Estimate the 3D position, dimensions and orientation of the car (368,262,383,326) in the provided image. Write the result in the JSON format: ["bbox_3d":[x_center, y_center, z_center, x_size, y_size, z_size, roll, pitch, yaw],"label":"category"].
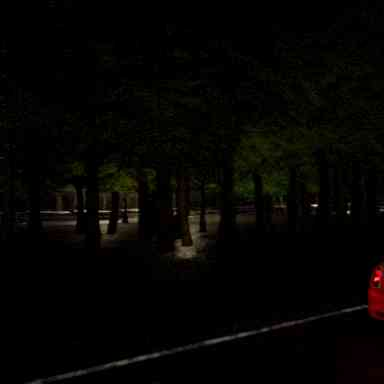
[{"bbox_3d":[5.343,1.497,5.927,4.553,1.767,2.097,0,-2,-27],"label":"car"}]
